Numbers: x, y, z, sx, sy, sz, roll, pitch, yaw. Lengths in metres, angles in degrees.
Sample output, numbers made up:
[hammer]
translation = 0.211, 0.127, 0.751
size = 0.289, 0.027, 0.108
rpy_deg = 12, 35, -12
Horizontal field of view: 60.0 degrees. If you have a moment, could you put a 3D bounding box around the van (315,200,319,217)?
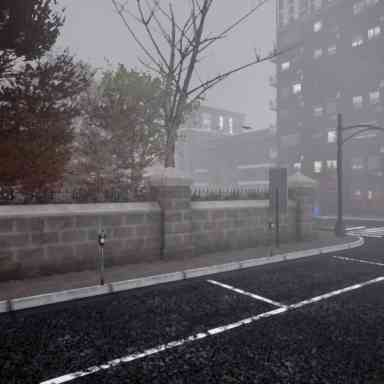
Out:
[van]
translation = 10.421, 1.646, 32.627
size = 1.690, 1.788, 3.998
rpy_deg = -1, 0, -36
